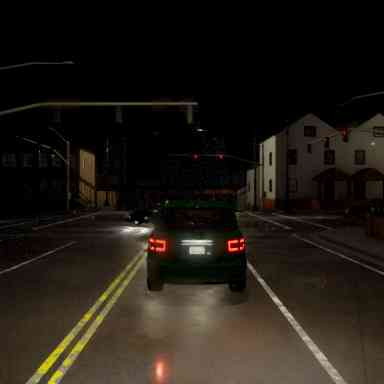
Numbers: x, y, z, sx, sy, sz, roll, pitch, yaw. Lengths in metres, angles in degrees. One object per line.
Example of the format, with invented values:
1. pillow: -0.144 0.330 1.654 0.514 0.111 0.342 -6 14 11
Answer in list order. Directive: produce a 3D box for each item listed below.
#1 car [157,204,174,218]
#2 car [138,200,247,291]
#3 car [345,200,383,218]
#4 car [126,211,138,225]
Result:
1. car: -3.555 2.597 45.382 1.812 1.442 4.674 0 -9 0
2. car: 0.098 1.221 9.109 2.150 2.045 5.566 0 0 0
3. car: 16.318 1.492 29.820 4.902 1.511 2.128 0 0 -1
4. car: -2.253 1.515 23.445 2.033 1.411 5.357 0 0 29
